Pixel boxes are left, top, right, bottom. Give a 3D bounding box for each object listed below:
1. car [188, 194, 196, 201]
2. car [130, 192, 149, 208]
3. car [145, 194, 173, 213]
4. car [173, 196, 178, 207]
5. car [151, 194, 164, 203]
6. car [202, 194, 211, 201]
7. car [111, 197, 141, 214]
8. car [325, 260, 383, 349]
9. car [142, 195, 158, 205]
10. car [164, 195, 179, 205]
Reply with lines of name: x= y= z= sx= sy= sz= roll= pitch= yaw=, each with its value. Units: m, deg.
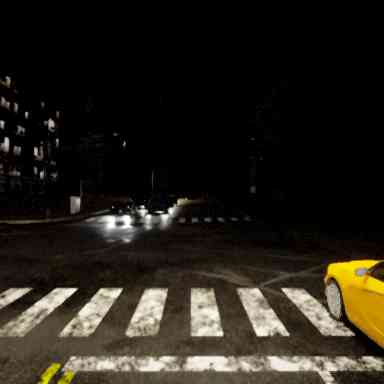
car: x=0.013 y=1.201 z=75.066 sx=2.128 sy=1.511 sz=4.902 roll=0 pitch=0 yaw=0
car: x=-6.591 y=1.034 z=42.668 sx=2.150 sy=2.045 sz=5.566 roll=0 pitch=0 yaw=0
car: x=-3.342 y=1.327 z=34.305 sx=1.882 sy=1.535 sz=5.008 roll=0 pitch=0 yaw=0
car: x=-3.335 y=1.301 z=43.496 sx=2.128 sy=1.511 sz=4.902 roll=0 pitch=0 yaw=0
car: x=-6.489 y=1.216 z=63.040 sx=2.128 sy=1.511 sz=4.902 roll=0 pitch=0 yaw=0
car: x=3.262 y=1.156 z=74.512 sx=1.882 sy=1.535 sz=5.008 roll=0 pitch=0 yaw=0
car: x=-6.591 y=1.457 z=32.905 sx=1.895 sy=1.301 sz=4.718 roll=0 pitch=0 yaw=0
car: x=3.357 y=1.450 z=4.094 sx=1.882 sy=1.535 sz=5.008 roll=-1 pitch=0 yaw=0
car: x=-6.553 y=1.246 z=52.835 sx=1.882 sy=1.535 sz=5.008 roll=0 pitch=0 yaw=0
car: x=-3.301 y=1.311 z=54.136 sx=2.033 sy=1.411 sz=5.357 roll=0 pitch=0 yaw=0
